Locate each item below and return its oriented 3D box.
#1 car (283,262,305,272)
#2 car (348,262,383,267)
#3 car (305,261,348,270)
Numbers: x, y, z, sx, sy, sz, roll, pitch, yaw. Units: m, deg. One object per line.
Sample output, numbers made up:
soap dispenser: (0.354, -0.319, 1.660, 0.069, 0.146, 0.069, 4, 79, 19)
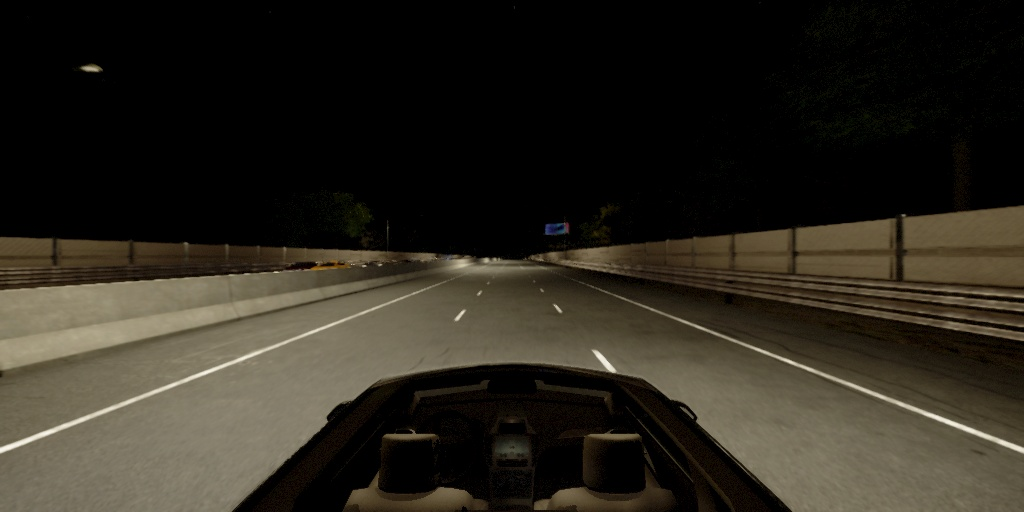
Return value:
car: (-21.074, 1.294, 36.292, 1.812, 1.442, 4.674, 0, 0, 0)
car: (-14.074, 1.316, 36.268, 2.033, 1.411, 5.357, 0, 0, 0)
car: (-17.577, 1.246, 35.017, 1.882, 1.535, 5.008, 0, 0, 0)
